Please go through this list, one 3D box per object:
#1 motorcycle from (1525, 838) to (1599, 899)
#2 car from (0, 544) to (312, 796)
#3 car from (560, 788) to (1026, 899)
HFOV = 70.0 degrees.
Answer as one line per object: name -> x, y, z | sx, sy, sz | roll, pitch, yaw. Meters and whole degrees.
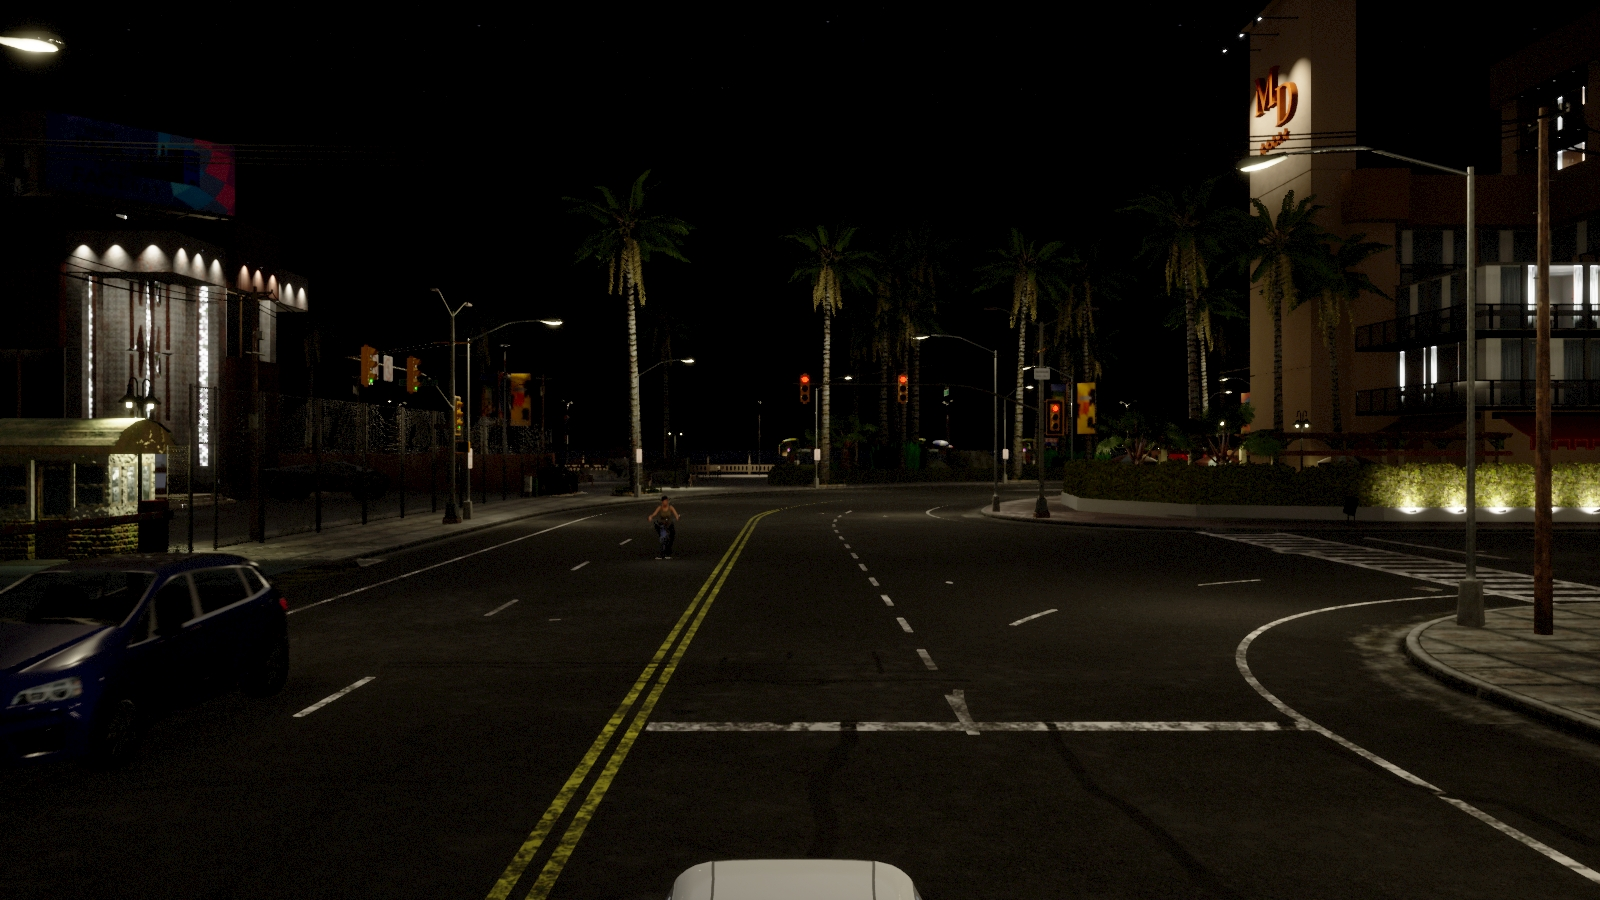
motorcycle -> 3.471, 2.213, 3.817 | 0.803, 1.145, 2.033 | 0, 0, 0
car -> -7.034, 1.968, 11.553 | 2.242, 1.667, 4.611 | 0, 0, 0
car -> -0.022, 2.120, 3.707 | 1.481, 1.376, 2.207 | 0, 0, 0
